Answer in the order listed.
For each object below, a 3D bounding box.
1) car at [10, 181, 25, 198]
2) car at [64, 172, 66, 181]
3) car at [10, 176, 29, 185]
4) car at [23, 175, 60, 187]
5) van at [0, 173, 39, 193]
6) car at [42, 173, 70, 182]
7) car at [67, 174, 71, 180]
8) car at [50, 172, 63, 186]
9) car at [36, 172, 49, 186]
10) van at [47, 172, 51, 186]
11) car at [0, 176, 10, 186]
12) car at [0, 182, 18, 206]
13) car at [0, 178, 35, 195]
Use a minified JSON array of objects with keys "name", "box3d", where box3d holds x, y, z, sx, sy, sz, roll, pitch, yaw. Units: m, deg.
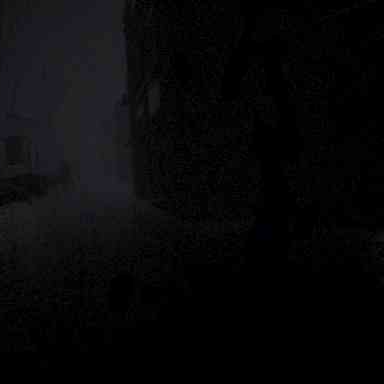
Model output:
[{"name":"car","box3d":[-17.416,0.172,28.764,4.674,1.452,2.002,-5,6,-34]},{"name":"car","box3d":[-25.167,-2.354,58.104,4.553,1.767,2.185,-5,6,-34]},{"name":"car","box3d":[-30.527,-2.063,58.993,1.812,1.442,4.674,-4,5,-14]},{"name":"car","box3d":[-23.597,-1.757,52.253,4.892,1.521,2.231,-5,6,-34]},{"name":"van","box3d":[-18.873,-0.574,34.683,4.442,1.987,1.878,-5,6,-34]},{"name":"car","box3d":[-27.429,-2.913,66.968,4.792,1.488,2.163,-5,6,-34]},{"name":"car","box3d":[-26.529,-2.720,64.114,5.366,1.575,1.946,-5,6,-34]},{"name":"car","box3d":[-22.806,-1.775,49.316,5.566,2.045,2.435,-5,6,-34]},{"name":"car","box3d":[-19.760,-0.825,37.529,5.566,2.045,2.435,-5,6,-34]},{"name":"van","box3d":[-21.377,-1.266,43.356,4.442,1.987,1.878,-5,6,-34]},{"name":"car","box3d":[-33.581,-1.874,57.842,2.128,1.511,4.902,-4,5,-14]},{"name":"car","box3d":[-16.656,0.370,25.825,4.892,1.521,2.231,-5,6,-34]},{"name":"car","box3d":[-18.342,-0.094,31.591,5.366,1.575,1.946,-5,6,-34]}]
